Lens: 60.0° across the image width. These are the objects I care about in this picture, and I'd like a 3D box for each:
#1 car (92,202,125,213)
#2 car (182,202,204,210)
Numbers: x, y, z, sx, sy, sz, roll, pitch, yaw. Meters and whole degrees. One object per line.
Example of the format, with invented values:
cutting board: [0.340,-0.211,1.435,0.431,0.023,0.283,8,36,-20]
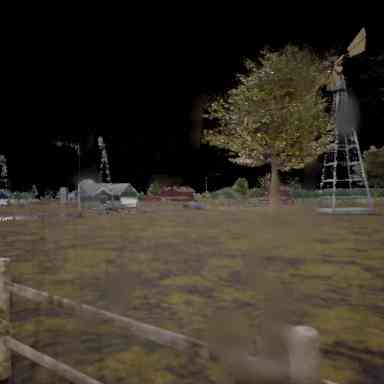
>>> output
car: [-11.720,2.193,46.725,2.128,1.511,4.902,-2,-2,36]
car: [0.295,2.616,63.356,2.033,1.411,5.357,-2,-2,36]
